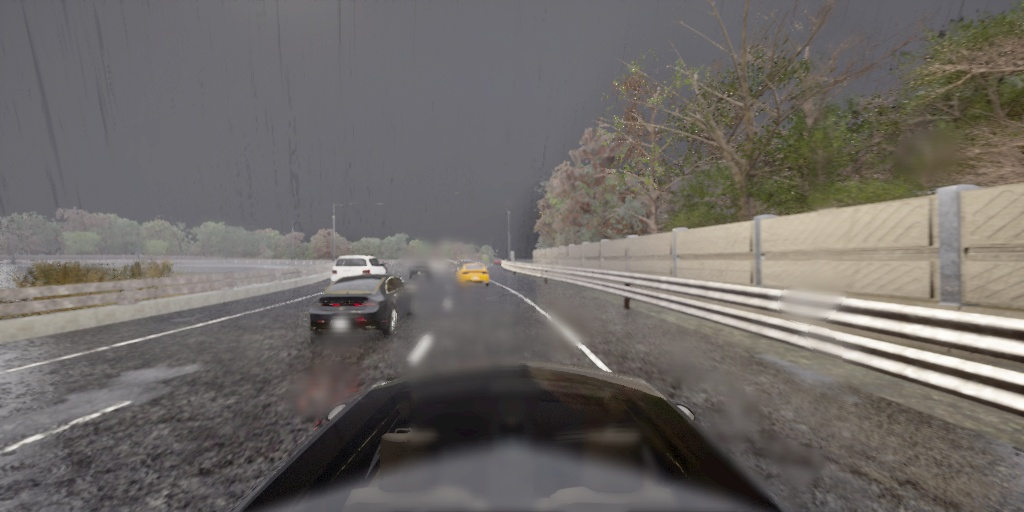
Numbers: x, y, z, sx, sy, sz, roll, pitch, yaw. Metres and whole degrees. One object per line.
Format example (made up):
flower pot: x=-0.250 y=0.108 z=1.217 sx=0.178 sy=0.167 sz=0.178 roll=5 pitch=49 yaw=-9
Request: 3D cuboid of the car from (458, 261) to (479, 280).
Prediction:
car: x=-4.164 y=1.282 z=33.791 sx=1.837 sy=1.490 sz=4.892 roll=0 pitch=1 yaw=-9

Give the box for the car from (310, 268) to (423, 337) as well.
car: x=-4.013 y=1.273 z=10.403 sx=1.837 sy=1.490 sz=4.892 roll=0 pitch=0 yaw=-5

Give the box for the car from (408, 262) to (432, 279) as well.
car: x=-8.484 y=1.296 z=33.189 sx=1.837 sy=1.490 sz=4.892 roll=0 pitch=0 yaw=-17

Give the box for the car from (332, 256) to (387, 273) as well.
car: x=-9.072 y=1.012 z=21.589 sx=2.150 sy=2.045 sz=5.566 roll=0 pitch=0 yaw=-10

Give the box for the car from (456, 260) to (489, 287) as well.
car: x=-2.748 y=1.245 z=25.224 sx=1.882 sy=1.535 sz=5.008 roll=0 pitch=0 yaw=-10
